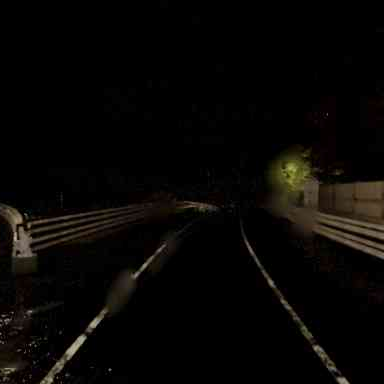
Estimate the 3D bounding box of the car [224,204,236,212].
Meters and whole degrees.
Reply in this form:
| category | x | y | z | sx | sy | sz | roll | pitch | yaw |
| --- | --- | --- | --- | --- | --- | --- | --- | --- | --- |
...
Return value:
| category | x | y | z | sx | sy | sz | roll | pitch | yaw |
| --- | --- | --- | --- | --- | --- | --- | --- | --- | --- |
| car | 6.847 | 2.917 | 60.317 | 1.895 | 1.301 | 4.718 | 0 | -4 | 10 |

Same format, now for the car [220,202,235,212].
| category | x | y | z | sx | sy | sz | roll | pitch | yaw |
| --- | --- | --- | --- | --- | --- | --- | --- | --- | --- |
| car | 5.316 | 2.275 | 50.411 | 1.994 | 1.385 | 4.181 | 0 | -3 | 9 |
